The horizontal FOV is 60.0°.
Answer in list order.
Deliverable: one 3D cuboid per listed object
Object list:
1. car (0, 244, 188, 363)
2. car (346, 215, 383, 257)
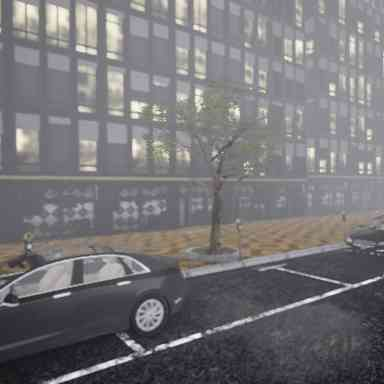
[{"bbox_3d":[-2.129,1.546,5.051,4.403,1.369,2.008,0,0,-35],"label":"car"},{"bbox_3d":[7.128,1.489,11.648,4.403,1.369,2.008,0,0,-35],"label":"car"}]
